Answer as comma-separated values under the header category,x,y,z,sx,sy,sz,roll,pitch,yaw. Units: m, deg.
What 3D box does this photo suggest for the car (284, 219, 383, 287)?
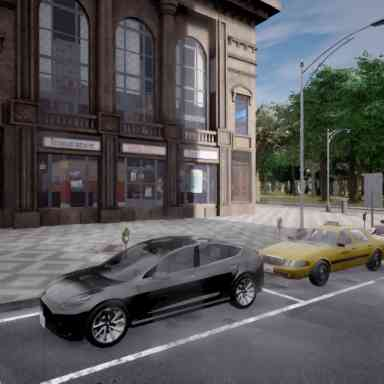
category,x,y,z,sx,sy,sz,roll,pitch,yaw
car,3.793,1.526,9.363,4.829,1.417,1.752,0,0,-36

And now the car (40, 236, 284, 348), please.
category,x,y,z,sx,sy,sz,roll,pitch,yaw
car,-0.494,1.566,6.301,4.313,1.339,1.947,0,0,-36
